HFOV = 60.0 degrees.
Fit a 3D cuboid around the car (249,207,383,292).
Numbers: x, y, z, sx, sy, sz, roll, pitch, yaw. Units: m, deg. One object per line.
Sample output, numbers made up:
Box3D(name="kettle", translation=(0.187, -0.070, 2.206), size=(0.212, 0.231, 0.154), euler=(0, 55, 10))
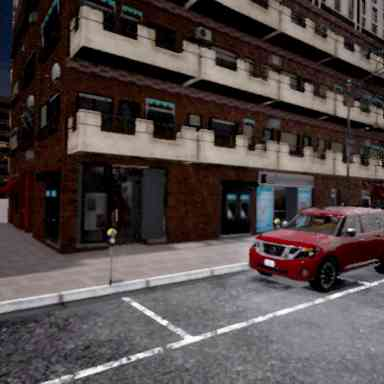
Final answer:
Box3D(name="car", translation=(3.886, 1.379, 9.311), size=(5.009, 1.841, 2.192), euler=(1, 1, -35))
